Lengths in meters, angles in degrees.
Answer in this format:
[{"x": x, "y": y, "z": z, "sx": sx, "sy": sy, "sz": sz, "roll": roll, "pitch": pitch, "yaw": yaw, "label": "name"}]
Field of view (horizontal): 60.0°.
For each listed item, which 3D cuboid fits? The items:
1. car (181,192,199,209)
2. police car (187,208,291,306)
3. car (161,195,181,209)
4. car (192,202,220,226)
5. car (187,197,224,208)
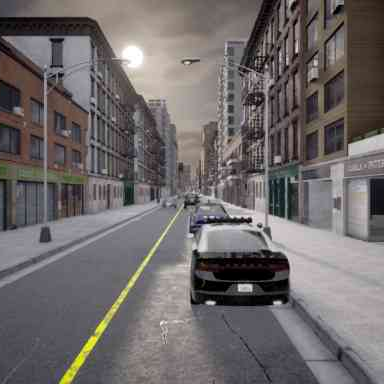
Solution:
[{"x": 0.034, "y": 1.196, "z": 45.215, "sx": 2.150, "sy": 2.045, "sz": 5.566, "roll": 0, "pitch": 0, "yaw": 0, "label": "car"}, {"x": 0.905, "y": 1.424, "z": 8.233, "sx": 1.930, "sy": 1.638, "sz": 5.238, "roll": 0, "pitch": 0, "yaw": 0, "label": "police car"}, {"x": -2.971, "y": 1.467, "z": 43.967, "sx": 2.128, "sy": 1.511, "sz": 4.902, "roll": 0, "pitch": 0, "yaw": 0, "label": "car"}, {"x": 0.916, "y": 1.520, "z": 24.123, "sx": 1.812, "sy": 1.442, "sz": 4.674, "roll": 0, "pitch": 0, "yaw": 0, "label": "car"}, {"x": 0.911, "y": 1.348, "z": 18.094, "sx": 2.097, "sy": 1.767, "sz": 4.553, "roll": 0, "pitch": 0, "yaw": 0, "label": "car"}]
